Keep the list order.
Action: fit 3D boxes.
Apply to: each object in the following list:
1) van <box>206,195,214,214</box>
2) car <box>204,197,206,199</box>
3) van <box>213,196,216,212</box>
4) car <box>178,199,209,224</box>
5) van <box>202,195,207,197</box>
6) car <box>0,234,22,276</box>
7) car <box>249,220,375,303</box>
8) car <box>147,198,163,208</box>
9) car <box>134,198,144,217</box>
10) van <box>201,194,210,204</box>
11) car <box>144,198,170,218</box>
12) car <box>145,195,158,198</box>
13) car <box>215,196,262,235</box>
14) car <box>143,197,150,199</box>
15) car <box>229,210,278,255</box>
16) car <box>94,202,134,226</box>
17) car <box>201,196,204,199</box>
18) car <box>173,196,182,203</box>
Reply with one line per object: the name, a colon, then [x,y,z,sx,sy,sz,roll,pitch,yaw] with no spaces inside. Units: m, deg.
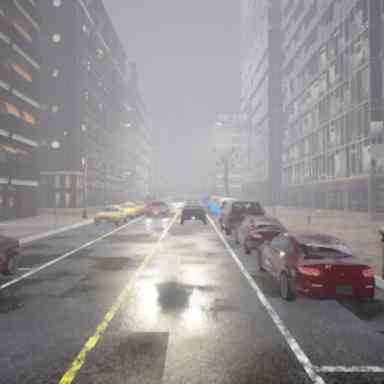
van: [2.697,1.379,35.030,1.690,1.788,3.998,1,0,0]
car: [2.691,1.626,40.537,1.802,1.307,4.206,1,0,0]
van: [2.701,1.367,24.014,1.690,1.788,3.998,1,0,0]
car: [0.092,1.532,25.151,1.837,1.490,4.892,0,0,0]
van: [2.690,1.403,57.062,1.690,1.788,3.998,1,0,0]
car: [-5.645,1.591,7.864,1.802,1.307,4.206,1,0,0]
car: [2.702,1.591,7.970,1.802,1.307,4.206,1,0,0]
car: [-5.692,1.600,51.536,1.887,1.381,4.507,1,0,0]
car: [-5.684,1.557,29.322,1.752,1.417,4.829,1,0,0]
van: [2.686,1.415,68.079,1.690,1.788,3.998,1,0,0]
car: [-3.107,1.559,30.993,1.812,1.442,4.674,0,0,0]
car: [-5.686,1.365,46.025,2.192,1.841,5.009,1,0,0]
car: [2.703,1.335,18.506,2.192,1.841,5.009,1,0,0]
car: [-5.686,1.563,34.833,1.752,1.417,4.829,1,0,0]
car: [2.700,1.596,12.998,1.802,1.307,4.206,1,0,0]
car: [-5.682,1.551,23.810,1.752,1.417,4.829,1,0,0]
car: [0.086,1.594,42.906,2.033,1.411,5.357,0,0,0]
car: [-3.024,1.593,71.691,1.895,1.301,4.718,0,0,0]
